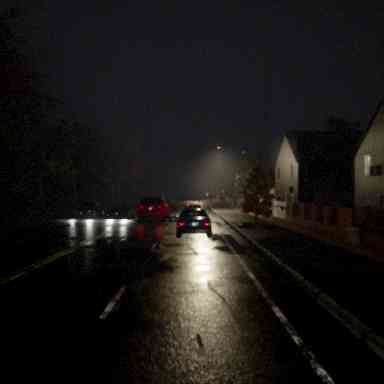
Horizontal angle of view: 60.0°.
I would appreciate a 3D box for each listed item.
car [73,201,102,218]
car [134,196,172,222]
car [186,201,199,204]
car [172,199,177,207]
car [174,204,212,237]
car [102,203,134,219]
[{"bbox_3d":[-9.745,1.648,31.662,1.837,1.490,4.892,0,-1,0],"label":"car"},{"bbox_3d":[-3.144,1.341,27.855,2.150,2.045,5.566,0,0,0],"label":"car"},{"bbox_3d":[0.108,1.761,41.074,1.895,1.301,4.718,0,0,0],"label":"car"},{"bbox_3d":[-3.138,1.734,49.312,2.033,1.411,5.357,0,0,0],"label":"car"},{"bbox_3d":[0.105,1.631,18.660,2.033,1.411,5.357,0,0,0],"label":"car"},{"bbox_3d":[-6.505,1.692,30.729,1.994,1.385,4.181,0,0,1],"label":"car"}]
